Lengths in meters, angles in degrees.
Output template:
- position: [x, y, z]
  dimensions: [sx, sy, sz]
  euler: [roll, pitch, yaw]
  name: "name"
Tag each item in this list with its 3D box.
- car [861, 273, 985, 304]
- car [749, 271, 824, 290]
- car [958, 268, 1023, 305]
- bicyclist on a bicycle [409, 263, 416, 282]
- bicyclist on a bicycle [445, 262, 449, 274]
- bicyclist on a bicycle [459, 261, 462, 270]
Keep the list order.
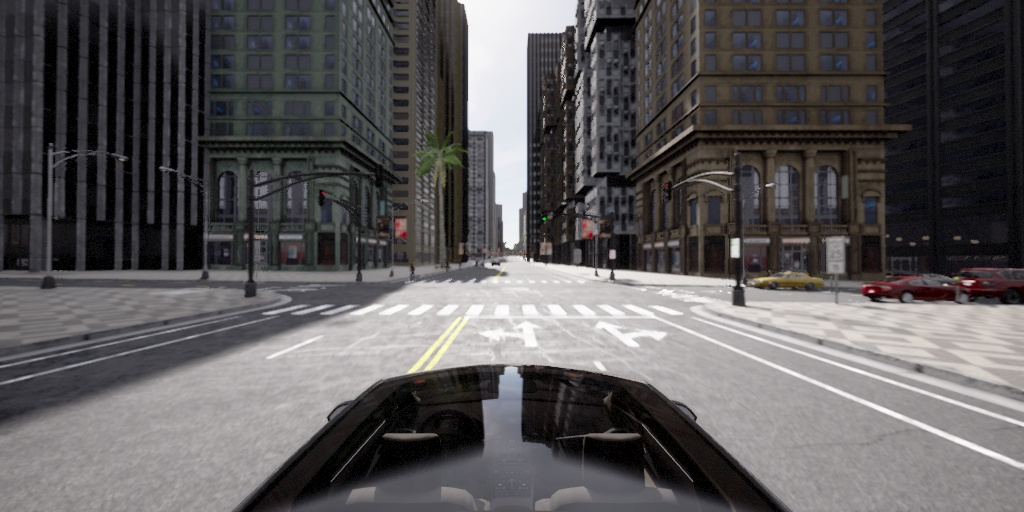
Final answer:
- position: [20.716, 1.725, 18.438]
  dimensions: [4.507, 1.381, 1.888]
  euler: [0, 0, 0]
  name: "car"
- position: [20.572, 1.806, 26.965]
  dimensions: [4.829, 1.417, 1.751]
  euler: [0, 0, 0]
  name: "car"
- position: [25.803, 1.565, 18.422]
  dimensions: [5.009, 1.841, 2.192]
  euler: [0, 0, 0]
  name: "car"
- position: [-8.772, 1.444, 31.554]
  dimensions: [0.582, 1.620, 1.656]
  euler: [0, 0, 0]
  name: "bicyclist on a bicycle"
- position: [-8.750, 1.573, 48.463]
  dimensions: [0.582, 1.620, 1.656]
  euler: [0, 0, 0]
  name: "bicyclist on a bicycle"
- position: [-8.751, 1.664, 60.509]
  dimensions: [0.582, 1.620, 1.656]
  euler: [0, 0, 0]
  name: "bicyclist on a bicycle"
